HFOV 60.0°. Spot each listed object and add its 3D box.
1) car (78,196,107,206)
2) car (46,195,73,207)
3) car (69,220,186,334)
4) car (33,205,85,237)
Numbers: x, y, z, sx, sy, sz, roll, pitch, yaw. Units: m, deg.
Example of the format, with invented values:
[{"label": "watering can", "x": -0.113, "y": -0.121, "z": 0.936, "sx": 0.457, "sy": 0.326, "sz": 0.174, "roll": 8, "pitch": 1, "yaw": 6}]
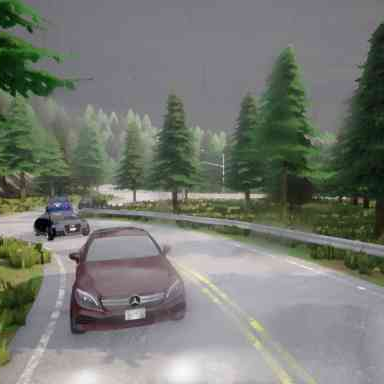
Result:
[{"label": "car", "x": -12.662, "y": 1.289, "z": 42.807, "sx": 2.097, "sy": 1.767, "sz": 4.553, "roll": 2, "pitch": 2, "yaw": 13}, {"label": "car", "x": -12.819, "y": 1.326, "z": 32.222, "sx": 2.150, "sy": 2.045, "sz": 5.566, "roll": -1, "pitch": 0, "yaw": -18}, {"label": "car", "x": -1.512, "y": 1.523, "z": 7.052, "sx": 1.812, "sy": 1.442, "sz": 4.674, "roll": -2, "pitch": 0, "yaw": -17}, {"label": "car", "x": -7.031, "y": 1.664, "z": 17.757, "sx": 1.994, "sy": 1.385, "sz": 4.181, "roll": -4, "pitch": 2, "yaw": -38}]
